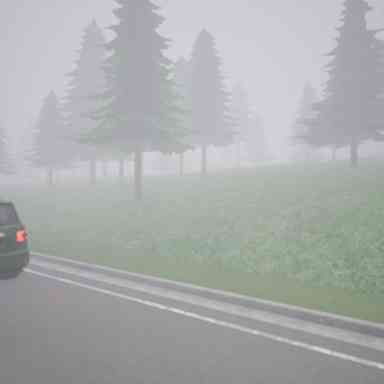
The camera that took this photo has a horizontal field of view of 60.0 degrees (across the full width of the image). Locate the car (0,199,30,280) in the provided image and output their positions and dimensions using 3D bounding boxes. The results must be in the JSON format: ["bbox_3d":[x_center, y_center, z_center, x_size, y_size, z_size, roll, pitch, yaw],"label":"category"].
[{"bbox_3d":[-6.400,1.157,8.518,5.566,2.045,2.150,0,0,36],"label":"car"}]
